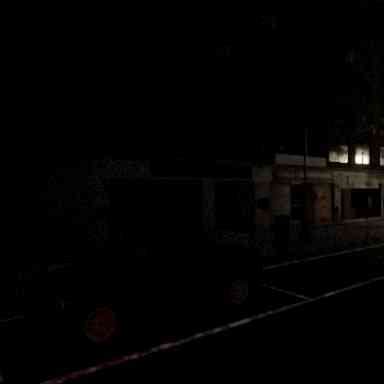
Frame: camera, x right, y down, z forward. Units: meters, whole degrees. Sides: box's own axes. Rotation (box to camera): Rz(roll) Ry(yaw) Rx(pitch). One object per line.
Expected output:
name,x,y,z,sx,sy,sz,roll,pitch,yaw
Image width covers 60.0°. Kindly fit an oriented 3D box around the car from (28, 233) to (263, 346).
car,-0.618,1.533,6.324,4.507,1.381,1.887,0,0,-35
